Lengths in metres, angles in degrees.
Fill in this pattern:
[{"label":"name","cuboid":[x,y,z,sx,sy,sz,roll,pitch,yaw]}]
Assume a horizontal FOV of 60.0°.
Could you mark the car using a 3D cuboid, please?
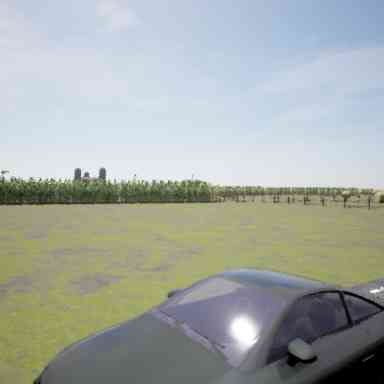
[{"label":"car","cuboid":[0.636,1.574,3.406,4.181,1.385,1.994,0,0,-36]}]
